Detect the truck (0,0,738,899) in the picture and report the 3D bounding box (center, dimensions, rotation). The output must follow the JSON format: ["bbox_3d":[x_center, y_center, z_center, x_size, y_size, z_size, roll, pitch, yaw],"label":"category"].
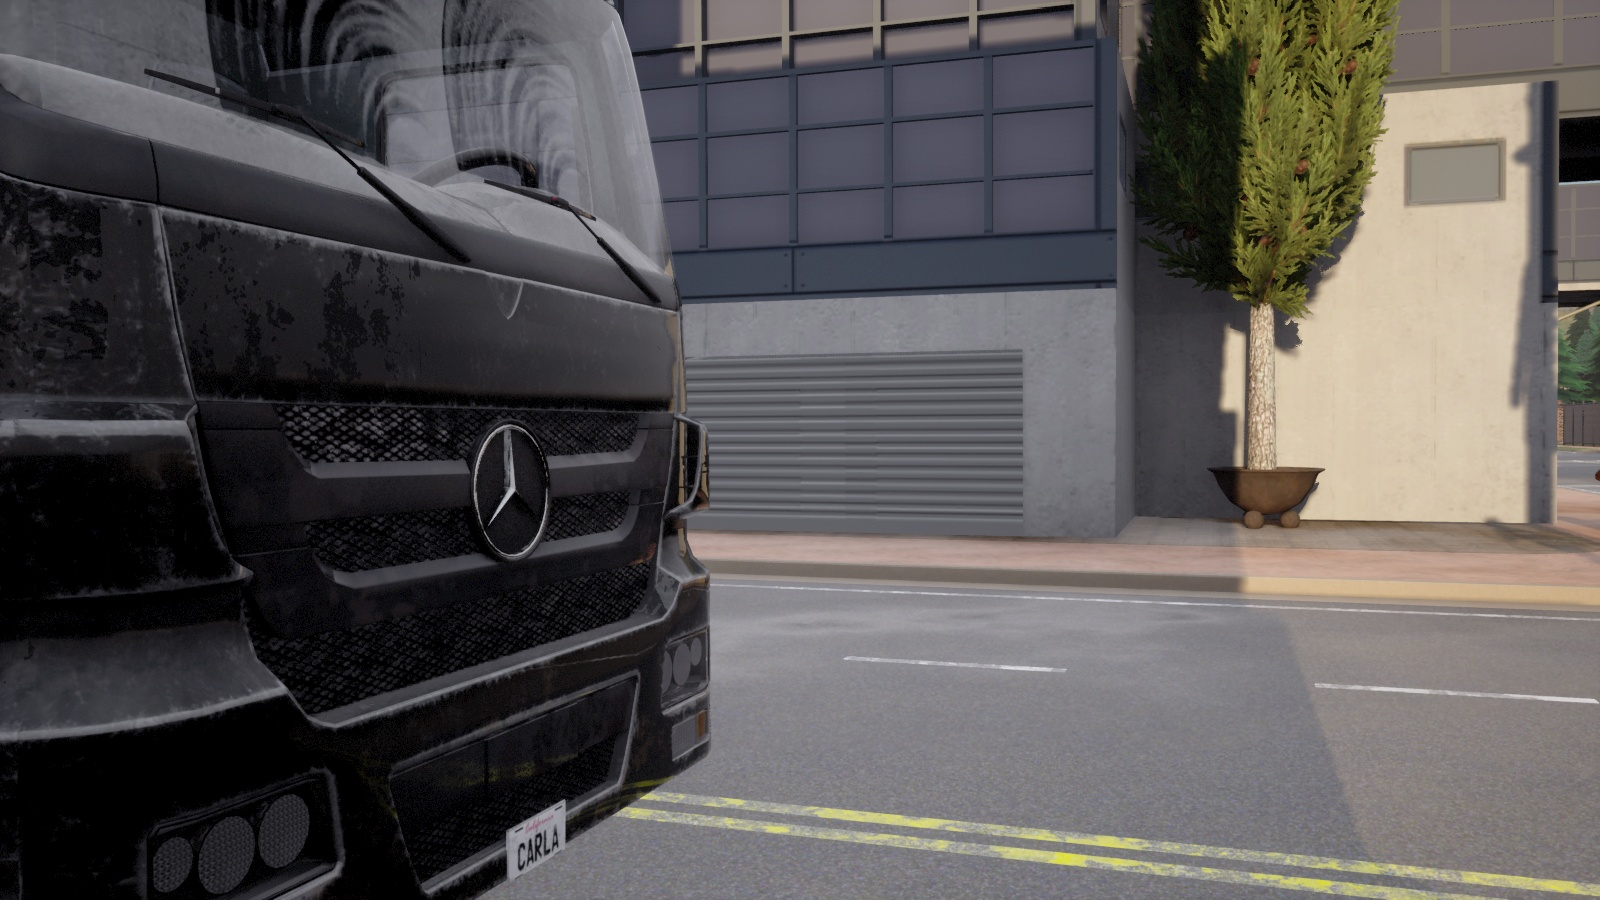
[{"bbox_3d":[-4.464,-0.248,4.736,7.936,3.462,2.891,1,1,20],"label":"truck"}]
